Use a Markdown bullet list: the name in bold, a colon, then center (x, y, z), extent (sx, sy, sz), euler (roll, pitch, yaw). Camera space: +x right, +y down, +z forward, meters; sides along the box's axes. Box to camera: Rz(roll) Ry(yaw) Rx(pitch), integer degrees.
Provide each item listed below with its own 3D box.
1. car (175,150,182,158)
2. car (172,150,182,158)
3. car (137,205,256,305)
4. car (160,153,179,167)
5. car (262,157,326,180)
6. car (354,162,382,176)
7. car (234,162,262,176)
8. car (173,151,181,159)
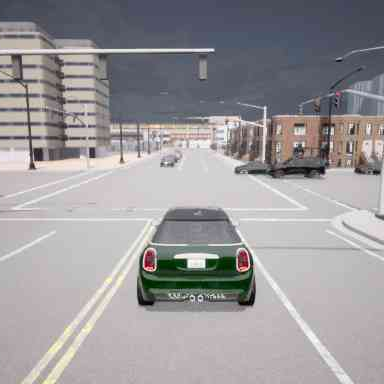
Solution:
- **car**: center (-3.423, -7.345, 67.966), extent (1.812, 1.442, 4.674), euler (0, 8, 1)
- **car**: center (-3.405, -9.014, 77.976), extent (2.097, 1.767, 4.553), euler (0, 9, 0)
- **car**: center (0.085, 1.073, 7.685), extent (2.097, 1.767, 4.553), euler (0, 4, 0)
- **car**: center (-3.553, -4.527, 48.883), extent (2.128, 1.511, 4.902), euler (0, 9, 1)
- **car**: center (10.076, -2.327, 32.317), extent (5.566, 2.045, 2.150), euler (0, 9, 0)
- **car**: center (19.799, -2.500, 35.783), extent (4.181, 1.385, 1.994), euler (0, 9, 0)
- **car**: center (6.706, -2.506, 35.841), extent (4.181, 1.385, 1.994), euler (0, 9, 0)
- **car**: center (-3.509, -5.937, 58.220), extent (1.882, 1.535, 5.008), euler (0, 9, 0)
